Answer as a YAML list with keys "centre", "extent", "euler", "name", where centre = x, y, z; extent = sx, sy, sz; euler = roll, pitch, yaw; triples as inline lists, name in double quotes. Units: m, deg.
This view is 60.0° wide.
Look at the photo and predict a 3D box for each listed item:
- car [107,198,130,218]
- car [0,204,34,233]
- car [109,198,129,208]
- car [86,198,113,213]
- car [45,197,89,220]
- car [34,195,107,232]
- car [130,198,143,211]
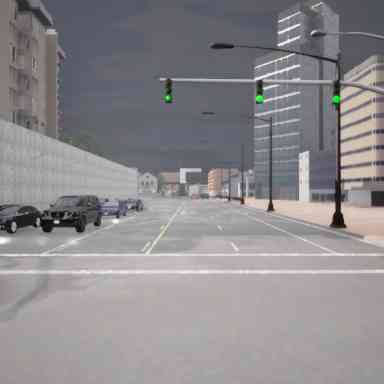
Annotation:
- centre: [-7.110, 1.525, 29.863]
  extent: [1.812, 1.442, 4.674]
  euler: [0, 0, 0]
  name: "car"
- centre: [-10.608, 1.504, 19.591]
  extent: [1.837, 1.490, 4.892]
  euler: [0, 0, 0]
  name: "car"
- centre: [-10.574, 1.599, 48.536]
  extent: [1.895, 1.301, 4.718]
  euler: [0, 0, 0]
  name: "car"
- centre: [-10.608, 1.503, 38.476]
  extent: [1.837, 1.490, 4.892]
  euler: [0, 0, 0]
  name: "car"
- centre: [-10.610, 1.351, 28.658]
  extent: [2.097, 1.767, 4.553]
  euler: [0, 0, 0]
  name: "car"
- centre: [-7.104, 1.221, 20.222]
  extent: [2.150, 2.045, 5.566]
  euler: [0, 0, 0]
  name: "car"
- centre: [-7.105, 1.490, 40.205]
  extent: [2.128, 1.511, 4.902]
  euler: [0, 0, 0]
  name: "car"
